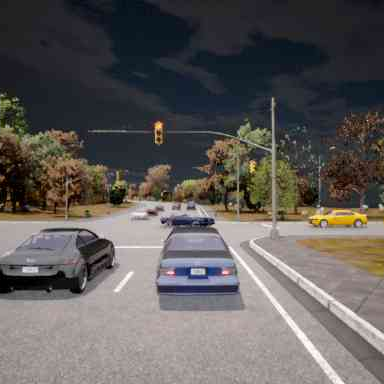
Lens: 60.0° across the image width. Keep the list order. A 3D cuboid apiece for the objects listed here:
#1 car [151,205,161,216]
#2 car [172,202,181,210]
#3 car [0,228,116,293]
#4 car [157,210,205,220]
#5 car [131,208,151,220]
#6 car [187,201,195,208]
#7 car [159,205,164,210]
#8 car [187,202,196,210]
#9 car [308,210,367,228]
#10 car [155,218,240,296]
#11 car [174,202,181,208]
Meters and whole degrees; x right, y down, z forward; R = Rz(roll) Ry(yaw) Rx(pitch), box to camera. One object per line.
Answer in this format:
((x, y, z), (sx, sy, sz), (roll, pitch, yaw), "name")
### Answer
((-7.230, 3.538, 59.105), (1.895, 1.301, 4.718), (0, -1, 0), "car")
((-3.701, 3.489, 78.333), (1.812, 1.442, 4.674), (0, 0, 0), "car")
((-3.444, 1.666, 9.100), (1.994, 1.385, 4.181), (0, -1, 0), "car")
((-0.392, 2.426, 28.237), (4.718, 1.301, 1.895), (-2, -3, 37), "car")
((-7.224, 3.148, 46.296), (1.812, 1.442, 4.674), (0, -2, 0), "car")
((-0.321, 3.248, 88.051), (1.882, 1.535, 5.008), (0, 0, -4), "car")
((-7.187, 3.524, 73.027), (2.033, 1.411, 5.357), (0, 0, 0), "car")
((-0.200, 3.314, 77.872), (2.097, 1.767, 4.553), (0, 0, 0), "car")
((12.965, 2.369, 29.720), (5.008, 1.535, 1.882), (0, -3, -2), "car")
((0.069, 1.647, 8.991), (2.033, 1.411, 5.357), (0, -1, -1), "car")
((-3.845, 3.433, 88.309), (1.837, 1.490, 4.892), (0, 0, -4), "car")
